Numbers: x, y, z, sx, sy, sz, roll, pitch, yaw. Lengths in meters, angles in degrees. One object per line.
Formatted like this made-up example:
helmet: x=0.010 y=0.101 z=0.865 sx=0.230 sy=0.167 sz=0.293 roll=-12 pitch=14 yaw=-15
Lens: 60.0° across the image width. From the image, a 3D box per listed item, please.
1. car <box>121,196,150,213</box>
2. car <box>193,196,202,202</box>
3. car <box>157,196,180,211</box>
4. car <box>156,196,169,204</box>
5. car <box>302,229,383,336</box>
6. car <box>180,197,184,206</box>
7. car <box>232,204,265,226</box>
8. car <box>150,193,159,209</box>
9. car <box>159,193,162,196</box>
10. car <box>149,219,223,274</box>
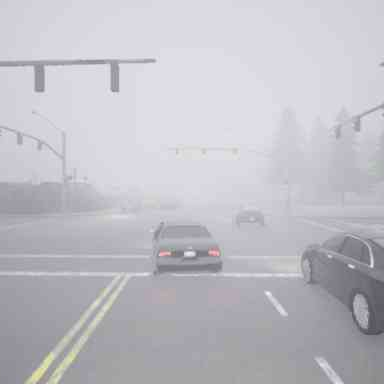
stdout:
car: x=-6.548 y=1.513 z=37.066 sx=2.128 sy=1.511 sz=4.902 roll=0 pitch=0 yaw=3
car: x=1.337 y=1.593 z=78.908 sx=1.994 sy=1.385 sz=4.181 roll=0 pitch=0 yaw=1
car: x=-2.880 y=1.549 z=42.038 sx=1.812 sy=1.442 sz=4.674 roll=0 pitch=0 yaw=1
car: x=-5.874 y=1.584 z=66.449 sx=2.033 sy=1.411 sz=5.357 roll=0 pitch=0 yaw=1
car: x=3.647 y=1.507 z=6.617 sx=1.837 sy=1.490 sz=4.892 roll=0 pitch=0 yaw=3
car: x=-2.700 y=1.505 z=51.262 sx=1.882 sy=1.535 sz=5.008 roll=0 pitch=0 yaw=1
car: x=3.877 y=1.537 z=23.296 sx=1.812 sy=1.442 sz=4.674 roll=0 pitch=0 yaw=2
car: x=-6.302 y=1.378 z=46.266 sx=2.097 sy=1.767 sz=4.553 roll=0 pitch=0 yaw=1
car: x=-6.093 y=1.253 z=55.909 sx=2.150 sy=2.045 sz=5.566 roll=0 pitch=0 yaw=1
car: x=-0.351 y=1.553 z=10.583 sx=2.033 sy=1.411 sz=5.357 roll=0 pitch=0 yaw=-7
